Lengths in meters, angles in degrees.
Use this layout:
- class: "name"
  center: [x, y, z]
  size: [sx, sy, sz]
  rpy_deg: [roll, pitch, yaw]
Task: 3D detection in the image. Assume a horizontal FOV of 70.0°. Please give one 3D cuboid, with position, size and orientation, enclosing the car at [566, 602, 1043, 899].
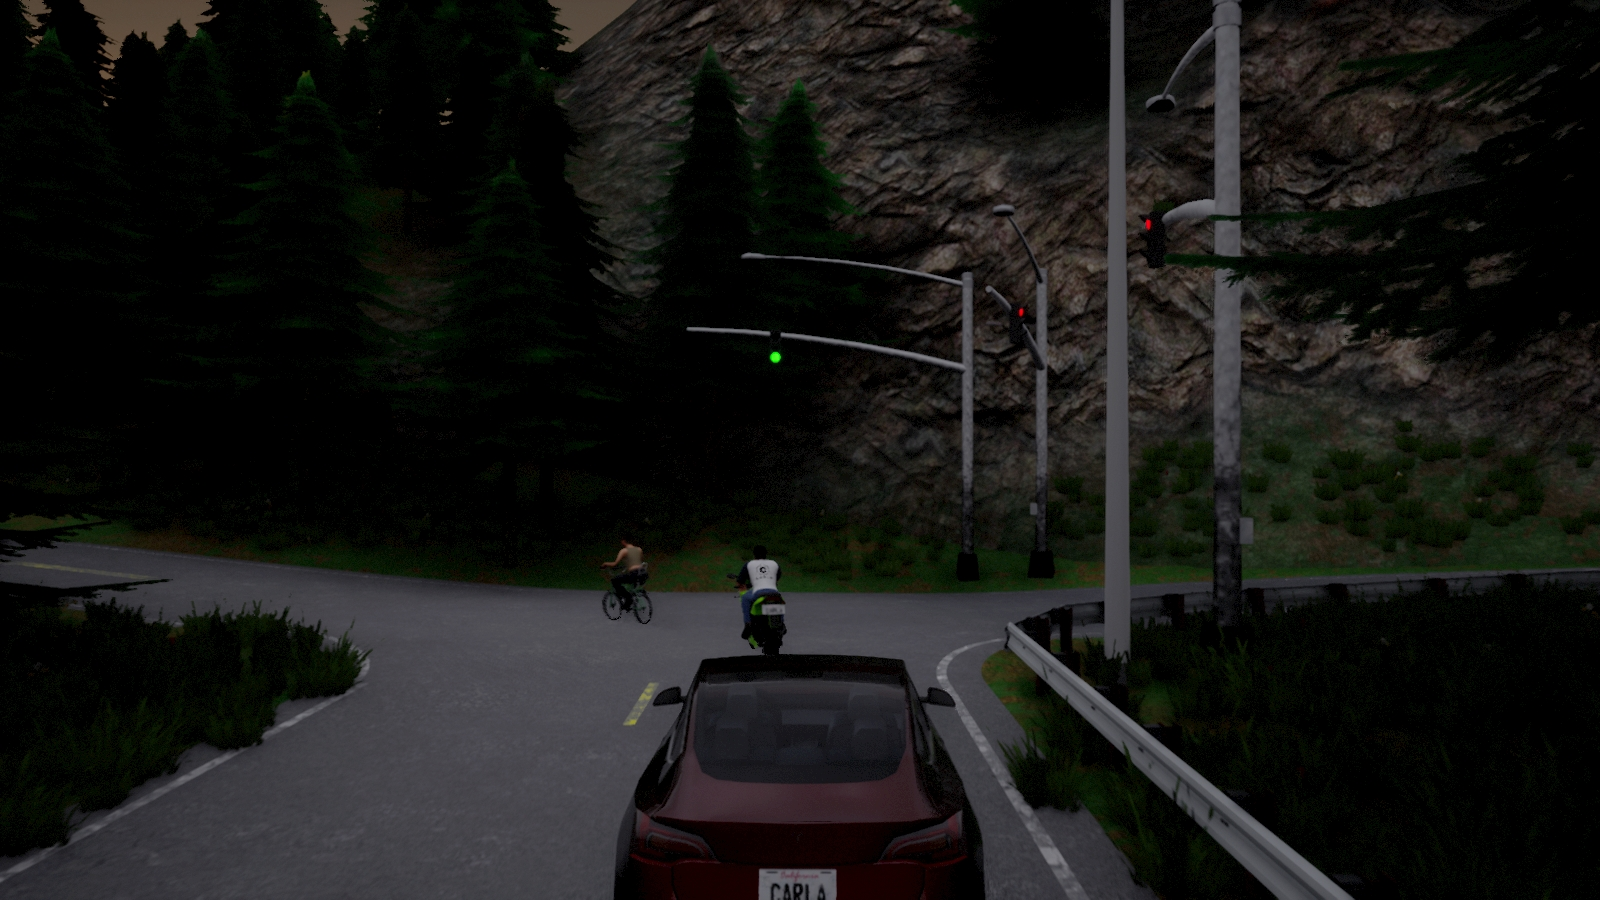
- class: "car"
  center: [0.050, 2.068, 7.575]
  size: [2.163, 1.488, 4.792]
  rpy_deg: [0, 0, 1]

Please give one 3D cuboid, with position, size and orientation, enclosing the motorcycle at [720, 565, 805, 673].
- class: "motorcycle"
  center: [-0.543, 2.224, 15.415]
  size: [0.803, 1.145, 2.033]
  rpy_deg: [0, 0, -12]
